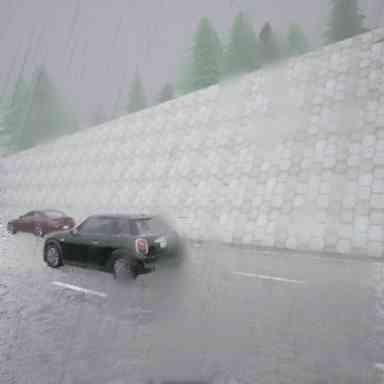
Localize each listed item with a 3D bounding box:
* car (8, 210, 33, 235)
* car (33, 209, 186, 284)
[{"bbox_3d":[-8.380,1.684,18.541,4.674,1.442,1.812,-1,0,35],"label":"car"},{"bbox_3d":[-2.460,1.422,10.036,4.553,1.767,2.097,-1,0,35],"label":"car"}]
